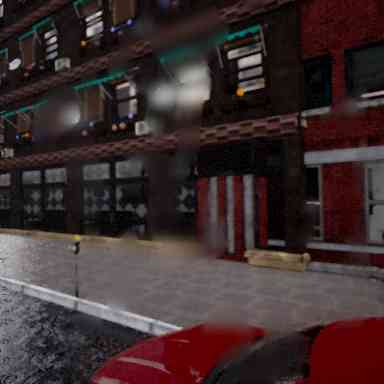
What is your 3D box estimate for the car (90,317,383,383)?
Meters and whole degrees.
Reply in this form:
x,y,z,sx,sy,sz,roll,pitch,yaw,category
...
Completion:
x,y,z,sx,sy,sz,roll,pitch,yaw,category
1.204,1.546,2.031,4.507,1.381,1.887,-1,-1,36,car
